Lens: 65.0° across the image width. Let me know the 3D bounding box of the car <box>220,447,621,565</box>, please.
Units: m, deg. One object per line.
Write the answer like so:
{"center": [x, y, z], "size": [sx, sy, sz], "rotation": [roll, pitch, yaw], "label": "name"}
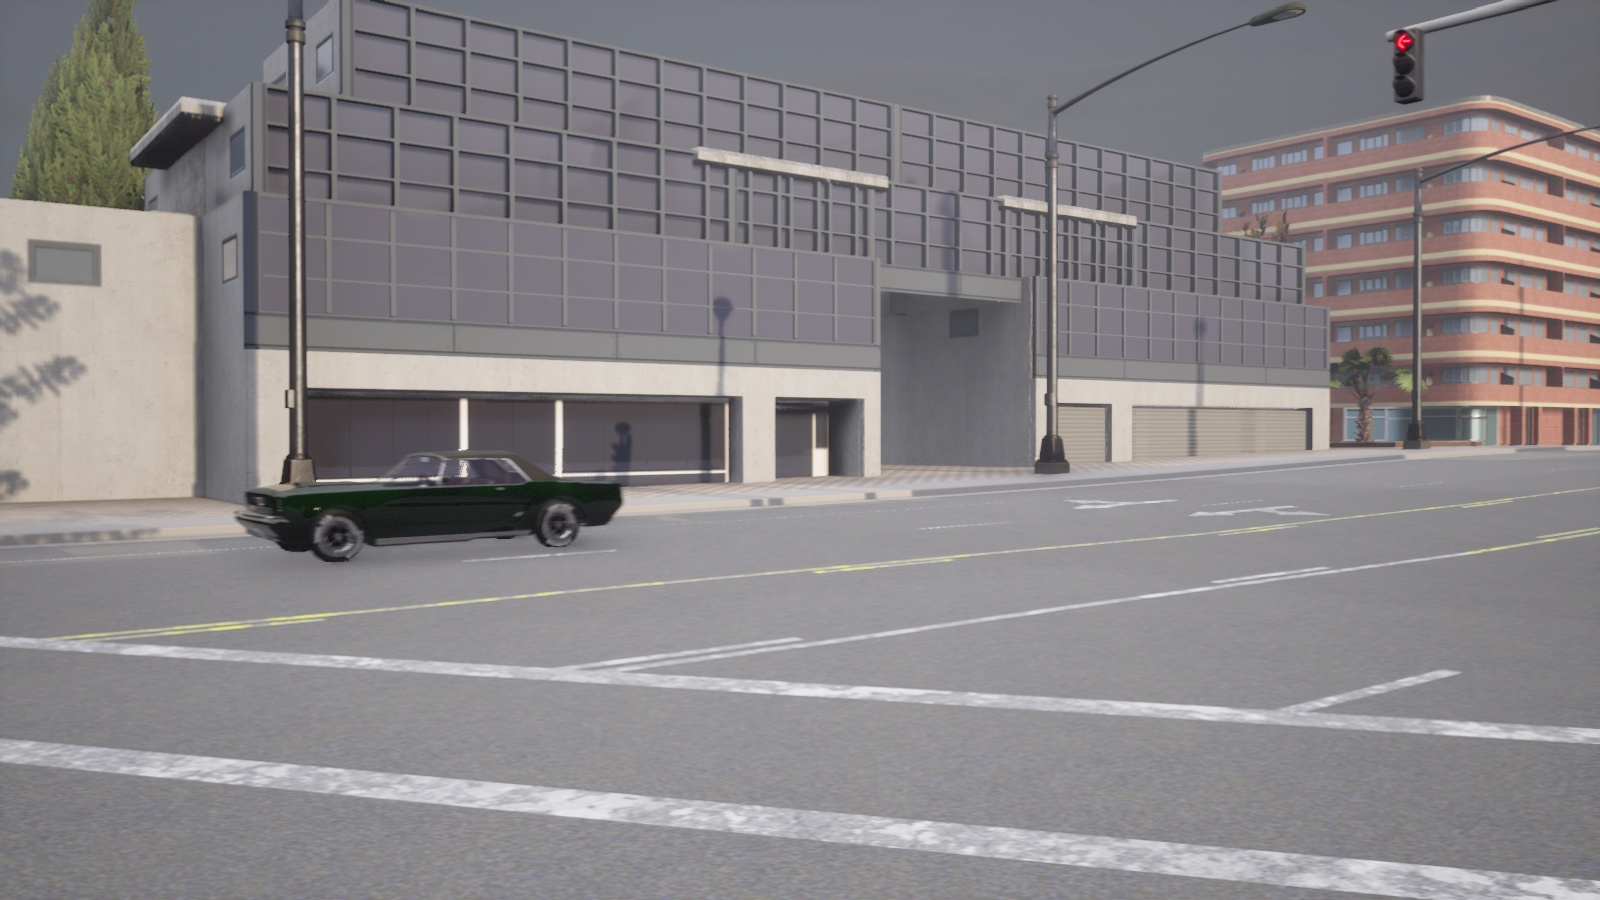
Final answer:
{"center": [-4.914, 0.634, 16.625], "size": [4.718, 1.301, 1.895], "rotation": [-1, 1, -37], "label": "car"}
